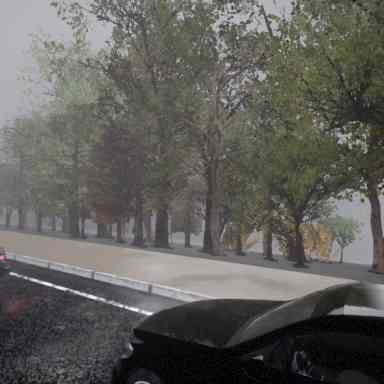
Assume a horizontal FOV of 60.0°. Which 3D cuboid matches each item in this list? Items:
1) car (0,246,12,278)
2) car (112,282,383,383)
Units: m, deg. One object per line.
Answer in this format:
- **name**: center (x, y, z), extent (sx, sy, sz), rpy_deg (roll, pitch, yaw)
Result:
- **car**: center (-6.705, 1.547, 8.523), extent (5.357, 1.411, 2.033), rpy_deg (0, 0, 36)
- **car**: center (1.401, 1.526, 2.684), extent (4.674, 1.442, 1.812), rpy_deg (0, 0, 36)
